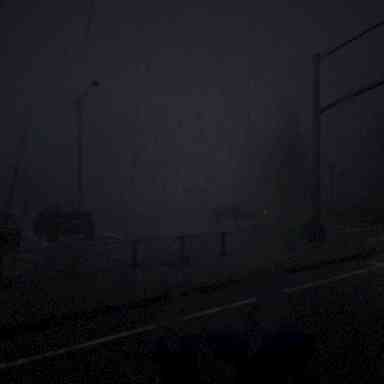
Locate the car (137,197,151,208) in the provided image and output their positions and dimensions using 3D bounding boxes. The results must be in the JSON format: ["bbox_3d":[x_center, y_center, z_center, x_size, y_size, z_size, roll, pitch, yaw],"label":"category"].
[{"bbox_3d":[-7.725,1.470,47.773,1.882,1.535,5.008,0,0,-36],"label":"car"}]

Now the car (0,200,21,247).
[{"bbox_3d":[-8.557,1.330,13.658,2.152,1.636,5.027,0,0,-36],"label":"car"}]

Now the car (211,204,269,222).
[{"bbox_3d":[3.688,1.594,26.110,1.895,1.301,4.718,0,0,-36],"label":"car"}]

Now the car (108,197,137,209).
[{"bbox_3d":[-9.590,1.499,44.287,1.837,1.490,4.892,0,0,-36],"label":"car"}]

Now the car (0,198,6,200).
[{"bbox_3d":[-21.256,1.372,36.659,1.845,1.501,3.633,0,0,-36],"label":"car"}]

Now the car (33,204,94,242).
[{"bbox_3d":[-6.042,1.338,15.533,2.007,1.523,4.514,0,0,-36],"label":"car"}]
